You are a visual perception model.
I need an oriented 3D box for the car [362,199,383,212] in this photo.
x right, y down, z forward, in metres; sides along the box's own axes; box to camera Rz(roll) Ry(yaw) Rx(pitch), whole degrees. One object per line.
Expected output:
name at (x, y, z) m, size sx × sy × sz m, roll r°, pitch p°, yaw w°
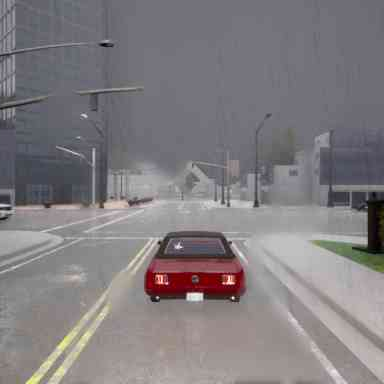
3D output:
car at (20.961, 1.496, 34.128) m, size 5.357 × 1.411 × 2.033 m, roll 0°, pitch 0°, yaw -1°

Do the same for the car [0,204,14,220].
car at (-17.340, 1.339, 26.613) m, size 5.566 × 2.045 × 2.150 m, roll -1°, pitch 0°, yaw 0°

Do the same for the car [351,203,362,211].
car at (20.976, 1.498, 37.637) m, size 5.357 × 1.411 × 2.033 m, roll 0°, pitch 0°, yaw -1°

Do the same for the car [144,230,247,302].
car at (0.070, 1.601, 8.214) m, size 1.895 × 1.301 × 4.718 m, roll 0°, pitch 0°, yaw 0°
